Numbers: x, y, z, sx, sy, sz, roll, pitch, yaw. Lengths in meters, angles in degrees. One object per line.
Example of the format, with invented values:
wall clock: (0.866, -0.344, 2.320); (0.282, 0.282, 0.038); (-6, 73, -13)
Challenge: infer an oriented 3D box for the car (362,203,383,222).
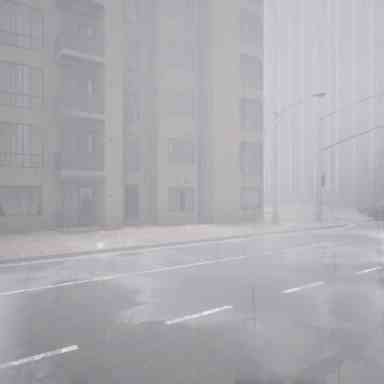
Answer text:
car: (15.433, 1.525, 24.410); (1.812, 1.442, 4.674); (0, 0, -34)

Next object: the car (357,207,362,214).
car: (16.883, 1.601, 28.476); (1.895, 1.301, 4.718); (0, 0, -34)

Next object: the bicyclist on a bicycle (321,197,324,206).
bicyclist on a bicycle: (18.319, 1.301, 47.564); (1.656, 1.620, 0.582); (0, 0, -34)
